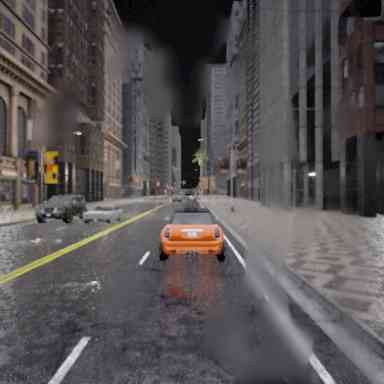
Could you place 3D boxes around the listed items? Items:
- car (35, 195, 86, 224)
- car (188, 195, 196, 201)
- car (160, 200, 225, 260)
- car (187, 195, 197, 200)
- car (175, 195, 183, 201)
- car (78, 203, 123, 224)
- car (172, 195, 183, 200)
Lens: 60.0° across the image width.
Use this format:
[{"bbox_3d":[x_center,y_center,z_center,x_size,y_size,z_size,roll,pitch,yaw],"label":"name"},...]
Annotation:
[{"bbox_3d":[-9.762,1.235,25.427,2.150,2.045,5.566,0,0,1],"label":"car"},{"bbox_3d":[0.046,1.432,80.788,1.994,1.385,4.181,0,0,0],"label":"car"},{"bbox_3d":[0.008,1.357,12.558,2.097,1.767,4.553,0,0,0],"label":"car"},{"bbox_3d":[0.040,1.512,70.358,2.128,1.511,4.902,0,0,0],"label":"car"},{"bbox_3d":[-3.204,1.403,80.789,1.812,1.442,4.674,0,0,0],"label":"car"},{"bbox_3d":[-6.520,1.610,24.720,1.895,1.301,4.718,0,0,1],"label":"car"},{"bbox_3d":[-3.210,1.581,70.807,1.895,1.301,4.718,0,0,0],"label":"car"}]
